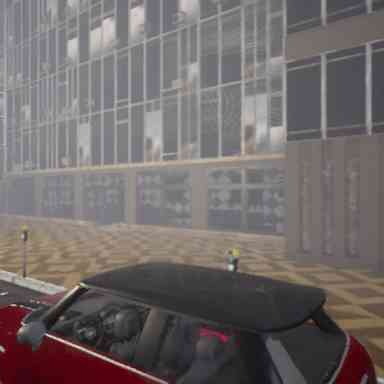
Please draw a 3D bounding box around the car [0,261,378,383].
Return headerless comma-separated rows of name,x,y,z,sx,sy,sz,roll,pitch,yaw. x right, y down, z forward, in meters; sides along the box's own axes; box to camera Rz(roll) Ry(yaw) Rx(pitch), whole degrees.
car,-0.513,1.438,3.242,4.097,1.590,1.967,0,0,36
